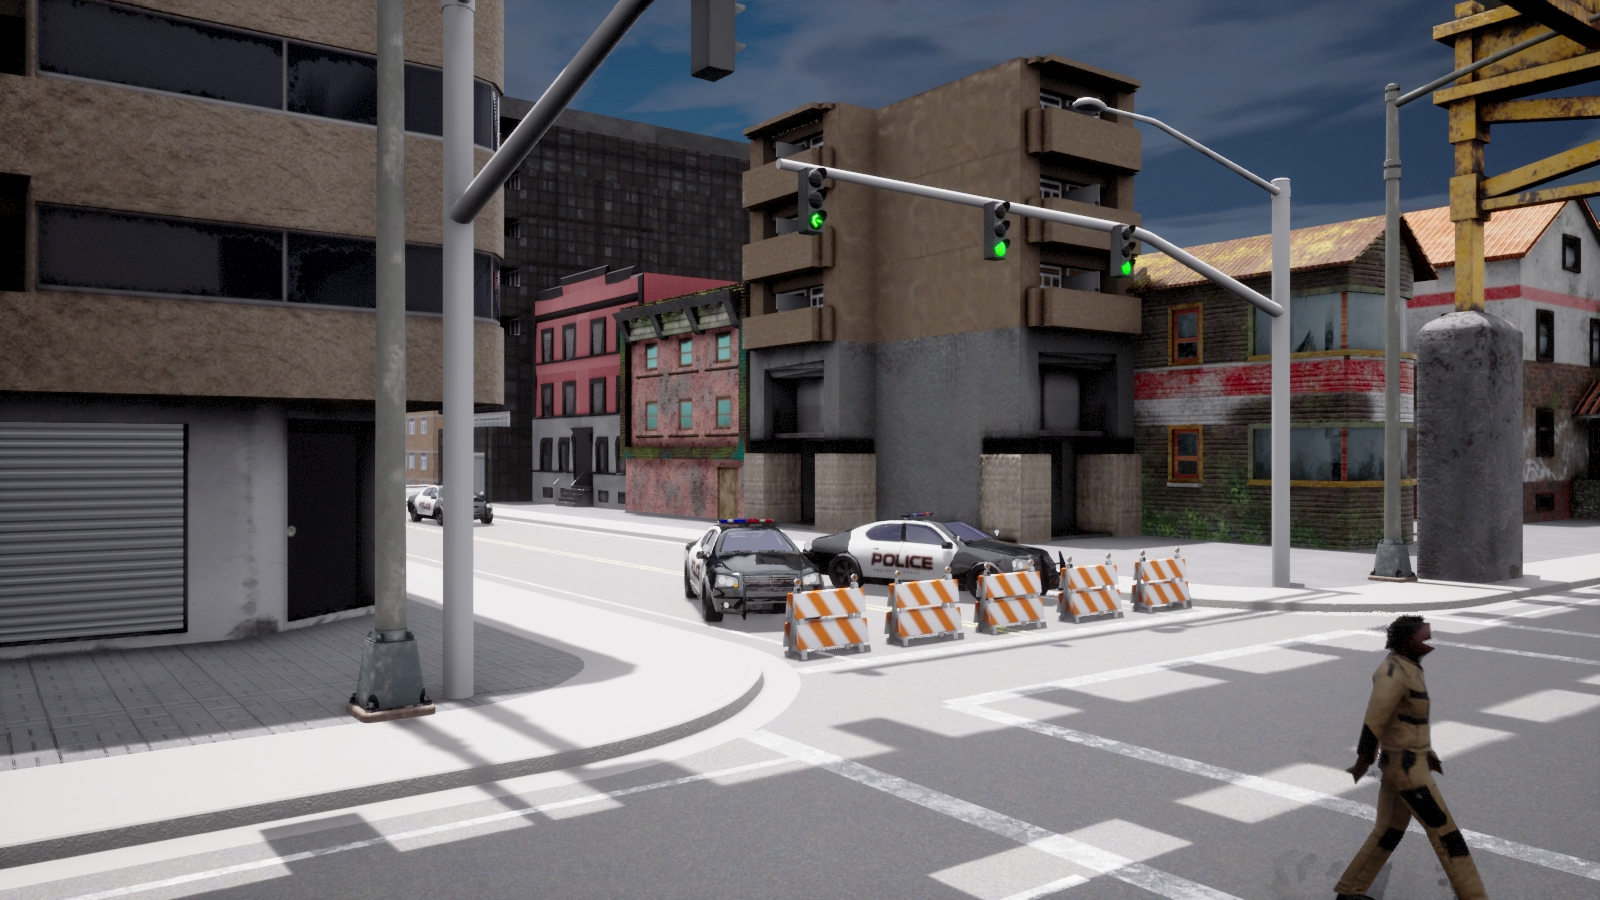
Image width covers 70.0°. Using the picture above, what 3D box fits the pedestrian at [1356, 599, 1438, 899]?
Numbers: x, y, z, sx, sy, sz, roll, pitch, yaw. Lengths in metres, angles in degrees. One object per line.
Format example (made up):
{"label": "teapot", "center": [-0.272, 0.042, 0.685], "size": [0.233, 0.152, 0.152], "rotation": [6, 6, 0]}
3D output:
{"label": "pedestrian", "center": [3.537, 1.848, 6.768], "size": [0.375, 1.860, 0.375], "rotation": [0, 0, 37]}
